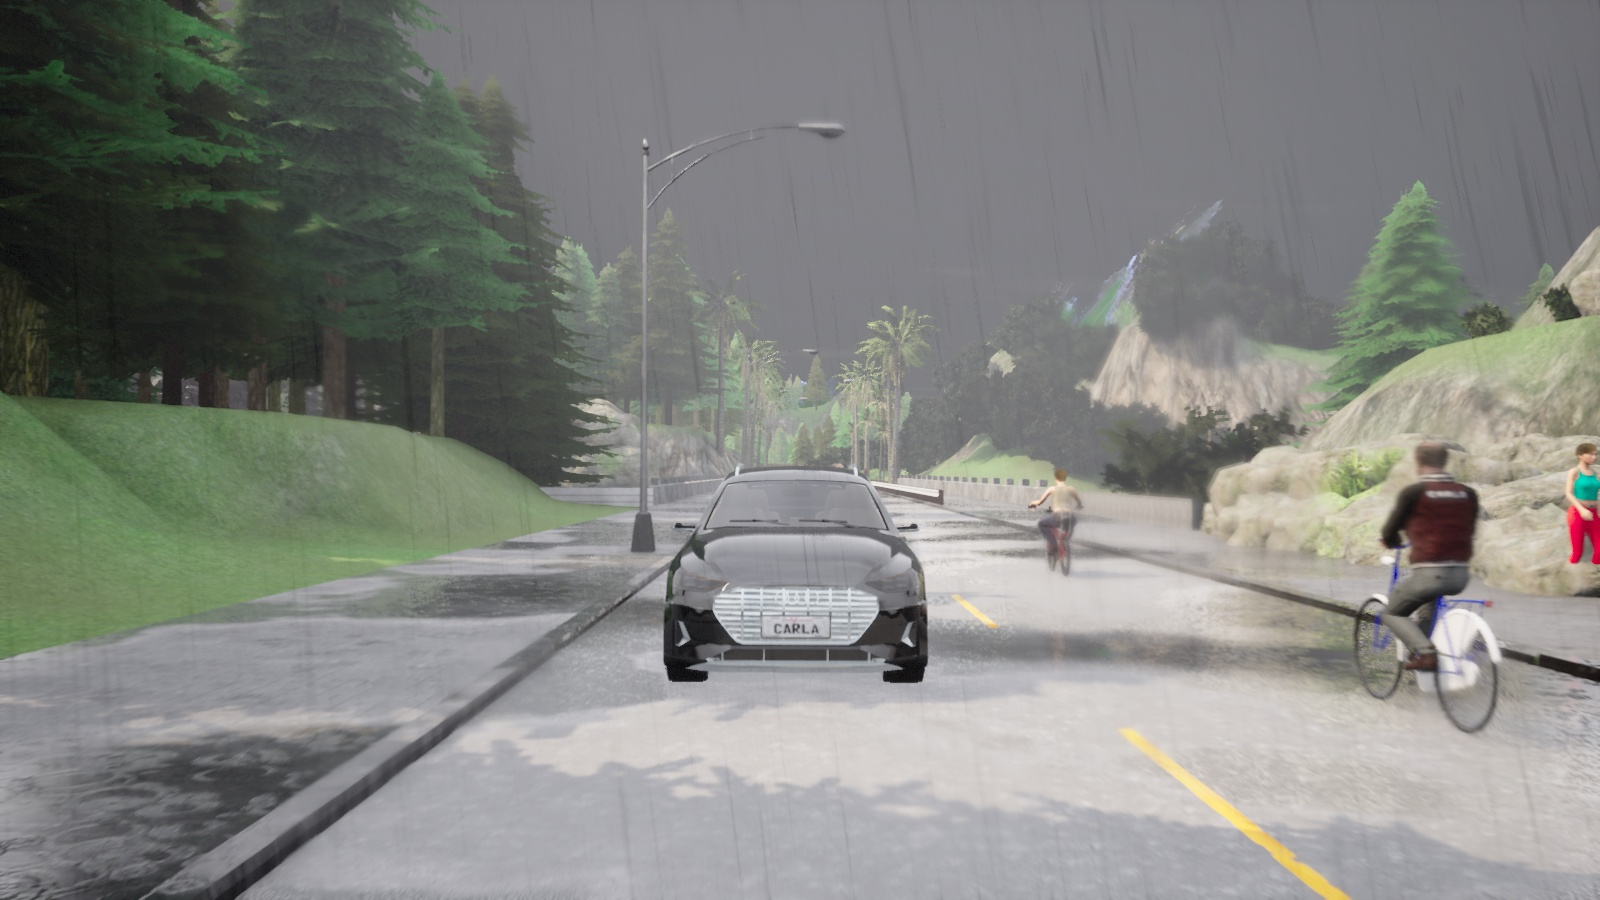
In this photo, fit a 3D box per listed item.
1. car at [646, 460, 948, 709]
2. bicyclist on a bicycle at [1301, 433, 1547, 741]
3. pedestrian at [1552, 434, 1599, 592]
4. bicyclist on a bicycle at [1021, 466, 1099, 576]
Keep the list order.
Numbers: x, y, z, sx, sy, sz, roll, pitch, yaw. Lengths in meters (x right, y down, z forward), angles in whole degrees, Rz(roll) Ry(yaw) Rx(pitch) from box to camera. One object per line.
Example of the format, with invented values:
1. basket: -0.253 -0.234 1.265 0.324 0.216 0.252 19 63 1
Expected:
1. car: -0.025 0.925 10.891 2.033 1.649 4.856 0 0 0
2. bicyclist on a bicycle: 3.980 0.807 8.192 0.659 1.776 1.843 0 -1 0
3. pedestrian: 9.358 0.738 14.979 0.345 1.836 0.594 0 -1 -11
4. bicyclist on a bicycle: 3.960 1.058 19.258 0.866 1.612 1.509 0 -1 0
